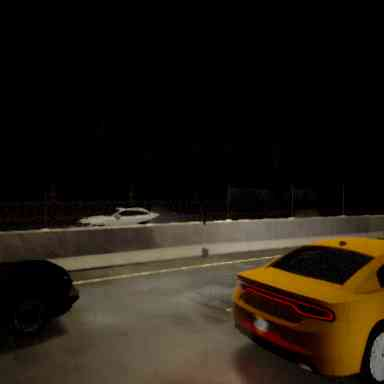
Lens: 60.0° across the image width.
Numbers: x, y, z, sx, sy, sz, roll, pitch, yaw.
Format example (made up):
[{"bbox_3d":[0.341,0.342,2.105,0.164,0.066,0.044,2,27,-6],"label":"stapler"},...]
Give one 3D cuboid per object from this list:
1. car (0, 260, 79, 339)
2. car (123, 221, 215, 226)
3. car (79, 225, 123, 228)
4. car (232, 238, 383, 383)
[{"bbox_3d":[-4.242,1.586,4.933,4.718,1.301,1.895,0,0,-35],"label":"car"},{"bbox_3d":[-0.791,1.602,15.599,4.181,1.385,1.994,0,0,-30],"label":"car"},{"bbox_3d":[-3.726,1.551,17.918,4.674,1.442,1.812,0,0,-31],"label":"car"},{"bbox_3d":[2.958,1.510,5.435,5.008,1.535,1.882,0,0,-32],"label":"car"}]
